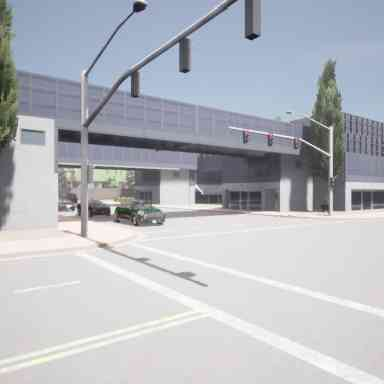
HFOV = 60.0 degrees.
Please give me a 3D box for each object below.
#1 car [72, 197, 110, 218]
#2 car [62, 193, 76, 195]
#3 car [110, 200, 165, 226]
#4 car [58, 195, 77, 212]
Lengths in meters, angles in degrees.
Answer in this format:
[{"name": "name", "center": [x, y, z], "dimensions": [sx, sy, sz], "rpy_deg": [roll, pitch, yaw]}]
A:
[{"name": "car", "center": [-9.220, 1.478, 31.038], "dimensions": [1.882, 1.535, 5.008], "rpy_deg": [0, 0, -36]}, {"name": "car", "center": [-23.397, 1.221, 62.725], "dimensions": [2.150, 2.045, 5.566], "rpy_deg": [0, 0, -36]}, {"name": "car", "center": [-3.771, 1.352, 23.552], "dimensions": [2.097, 1.767, 4.553], "rpy_deg": [0, 0, -36]}, {"name": "car", "center": [-15.299, 1.492, 39.395], "dimensions": [2.128, 1.511, 4.902], "rpy_deg": [0, 0, -36]}]
